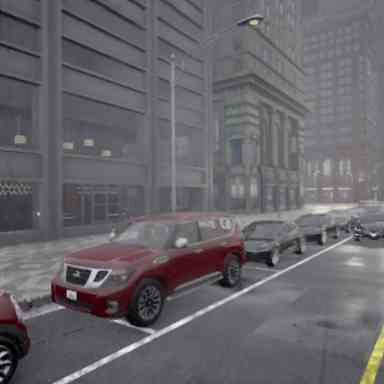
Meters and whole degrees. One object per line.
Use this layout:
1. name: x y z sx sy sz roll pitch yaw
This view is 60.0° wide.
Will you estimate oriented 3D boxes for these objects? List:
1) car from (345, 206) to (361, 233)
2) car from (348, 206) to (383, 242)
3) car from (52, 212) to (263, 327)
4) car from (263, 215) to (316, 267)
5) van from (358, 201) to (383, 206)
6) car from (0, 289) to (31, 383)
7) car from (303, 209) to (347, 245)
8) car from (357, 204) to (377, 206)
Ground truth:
1. car: 9.475 1.791 21.251 2.008 1.369 4.403 -1 -1 36
2. car: 9.535 1.681 16.815 1.837 1.490 4.892 -1 -1 36
3. car: -0.537 1.430 7.626 2.192 1.841 5.009 -1 -1 36
4. car: 2.802 1.722 12.165 1.947 1.339 4.313 -1 -1 36
5. van: 16.146 1.668 30.340 1.690 1.788 3.998 -1 -1 36
6. car: -3.873 1.513 3.081 1.967 1.590 4.097 -1 -1 36
7. car: 6.139 1.763 16.708 1.947 1.339 4.313 -1 -1 36
8. car: 12.812 1.865 25.793 1.802 1.307 4.206 -1 -1 36
